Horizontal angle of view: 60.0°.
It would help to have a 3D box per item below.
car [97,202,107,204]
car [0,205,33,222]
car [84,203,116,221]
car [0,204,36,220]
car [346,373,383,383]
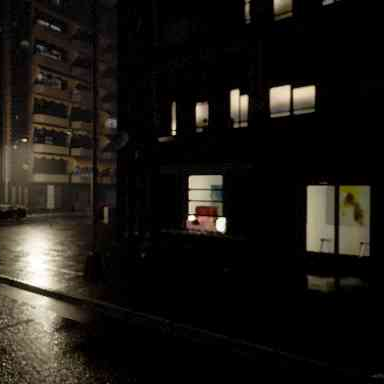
[{"bbox_3d":[-11.158,1.994,40.949,1.887,1.381,4.507,0,0,36],"label":"car"},{"bbox_3d":[-16.896,1.853,28.666,2.128,1.511,4.902,1,0,36],"label":"car"},{"bbox_3d":[-7.635,2.035,31.541,1.947,1.339,4.313,0,0,36],"label":"car"},{"bbox_3d":[-17.663,1.911,31.996,2.008,1.369,4.403,0,0,36],"label":"car"},{"bbox_3d":[2.683,1.536,1.122,4.403,1.369,2.008,-1,1,35],"label":"car"}]
